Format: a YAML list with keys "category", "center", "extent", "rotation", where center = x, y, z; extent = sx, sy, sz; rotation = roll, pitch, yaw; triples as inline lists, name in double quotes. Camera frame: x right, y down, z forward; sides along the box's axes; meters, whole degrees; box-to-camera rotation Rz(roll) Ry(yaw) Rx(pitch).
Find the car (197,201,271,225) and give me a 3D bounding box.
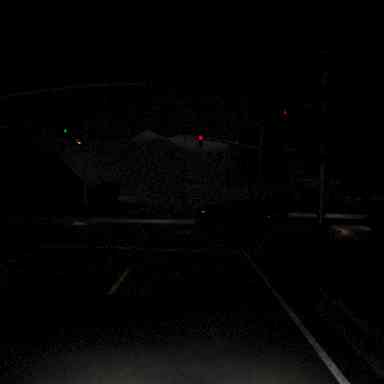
- category: "car"
  center: [2.781, 1.347, 22.412]
  extent: [4.902, 1.511, 2.128]
  rotation: [2, 1, 1]
